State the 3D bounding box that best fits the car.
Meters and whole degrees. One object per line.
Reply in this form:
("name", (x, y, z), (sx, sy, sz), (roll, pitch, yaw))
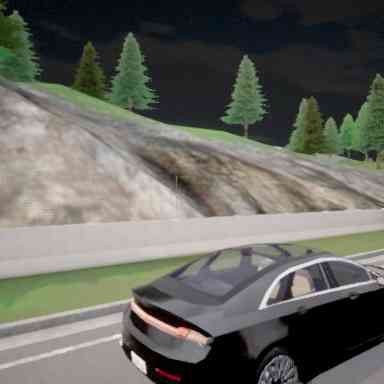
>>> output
("car", (1.440, 1.505, 4.759), (4.902, 1.511, 2.128), (0, 0, -36))
